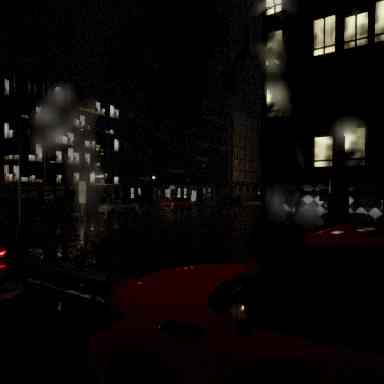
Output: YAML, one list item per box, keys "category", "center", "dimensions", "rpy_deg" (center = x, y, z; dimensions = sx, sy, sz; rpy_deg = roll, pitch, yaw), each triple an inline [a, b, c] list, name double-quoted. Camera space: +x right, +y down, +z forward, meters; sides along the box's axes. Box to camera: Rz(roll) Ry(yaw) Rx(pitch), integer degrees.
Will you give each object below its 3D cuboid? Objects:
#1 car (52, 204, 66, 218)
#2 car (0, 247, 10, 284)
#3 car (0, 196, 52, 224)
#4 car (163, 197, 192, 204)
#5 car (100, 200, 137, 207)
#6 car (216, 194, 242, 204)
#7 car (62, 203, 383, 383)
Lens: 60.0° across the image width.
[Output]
- category: "car"
  center: [-12.938, 1.617, 28.544]
  dimensions: [1.994, 1.385, 4.181]
  rpy_deg: [1, 0, 37]
- category: "car"
  center: [-6.253, 1.522, 8.125]
  dimensions: [4.674, 1.442, 1.812]
  rpy_deg: [0, 0, 35]
- category: "car"
  center: [-13.049, 1.281, 22.934]
  dimensions: [2.150, 2.045, 5.566]
  rpy_deg: [1, 0, 37]
- category: "car"
  center: [-1.915, 1.491, 43.372]
  dimensions: [2.097, 1.767, 4.553]
  rpy_deg: [1, 0, 37]
- category: "car"
  center: [-7.794, 1.619, 35.478]
  dimensions: [1.812, 1.442, 4.674]
  rpy_deg: [1, 0, 37]
- category: "car"
  center: [6.105, 1.422, 54.057]
  dimensions: [2.150, 2.045, 5.566]
  rpy_deg: [1, 0, 37]
- category: "car"
  center: [1.650, 1.221, 2.509]
  dimensions: [5.566, 2.045, 2.150]
  rpy_deg: [0, 0, 35]
